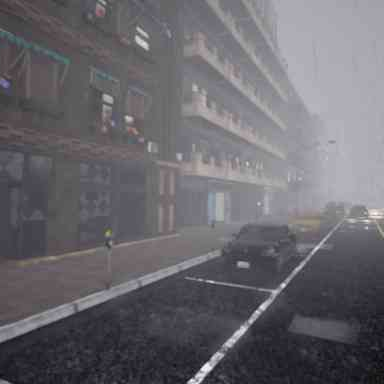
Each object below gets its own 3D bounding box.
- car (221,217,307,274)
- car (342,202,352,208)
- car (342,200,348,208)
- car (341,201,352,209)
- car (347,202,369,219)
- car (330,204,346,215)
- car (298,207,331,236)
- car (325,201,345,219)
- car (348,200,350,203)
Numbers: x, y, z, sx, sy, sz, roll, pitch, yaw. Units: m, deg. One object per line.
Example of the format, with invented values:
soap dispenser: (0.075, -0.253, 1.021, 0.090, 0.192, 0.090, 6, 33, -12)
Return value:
car: (2.449, 1.719, 11.322, 1.947, 1.339, 4.313, 1, 0, 27)
car: (35.773, 3.002, 76.569, 1.887, 1.381, 4.507, 1, 0, 27)
car: (17.836, 2.074, 41.438, 2.192, 1.841, 5.009, 1, 0, 27)
car: (33.212, 2.798, 71.550, 1.967, 1.590, 4.097, 1, 0, 27)
car: (19.580, 2.257, 38.950, 1.882, 1.535, 5.008, 1, 0, 27)
car: (20.392, 2.441, 46.456, 1.802, 1.307, 4.206, 1, 0, 27)
car: (7.500, 1.878, 21.209, 1.752, 1.417, 4.829, 1, 0, 27)
car: (15.269, 2.098, 36.419, 1.967, 1.590, 4.097, 1, 0, 27)
car: (30.653, 2.573, 66.532, 2.192, 1.841, 5.009, 1, 0, 27)
